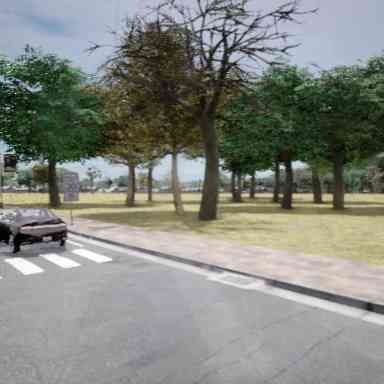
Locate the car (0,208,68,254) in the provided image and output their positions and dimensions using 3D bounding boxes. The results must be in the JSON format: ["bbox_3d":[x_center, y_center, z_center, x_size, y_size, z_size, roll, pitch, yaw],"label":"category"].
[{"bbox_3d":[-6.609,1.402,13.403,2.128,1.511,4.902,-2,1,-40],"label":"car"}]
